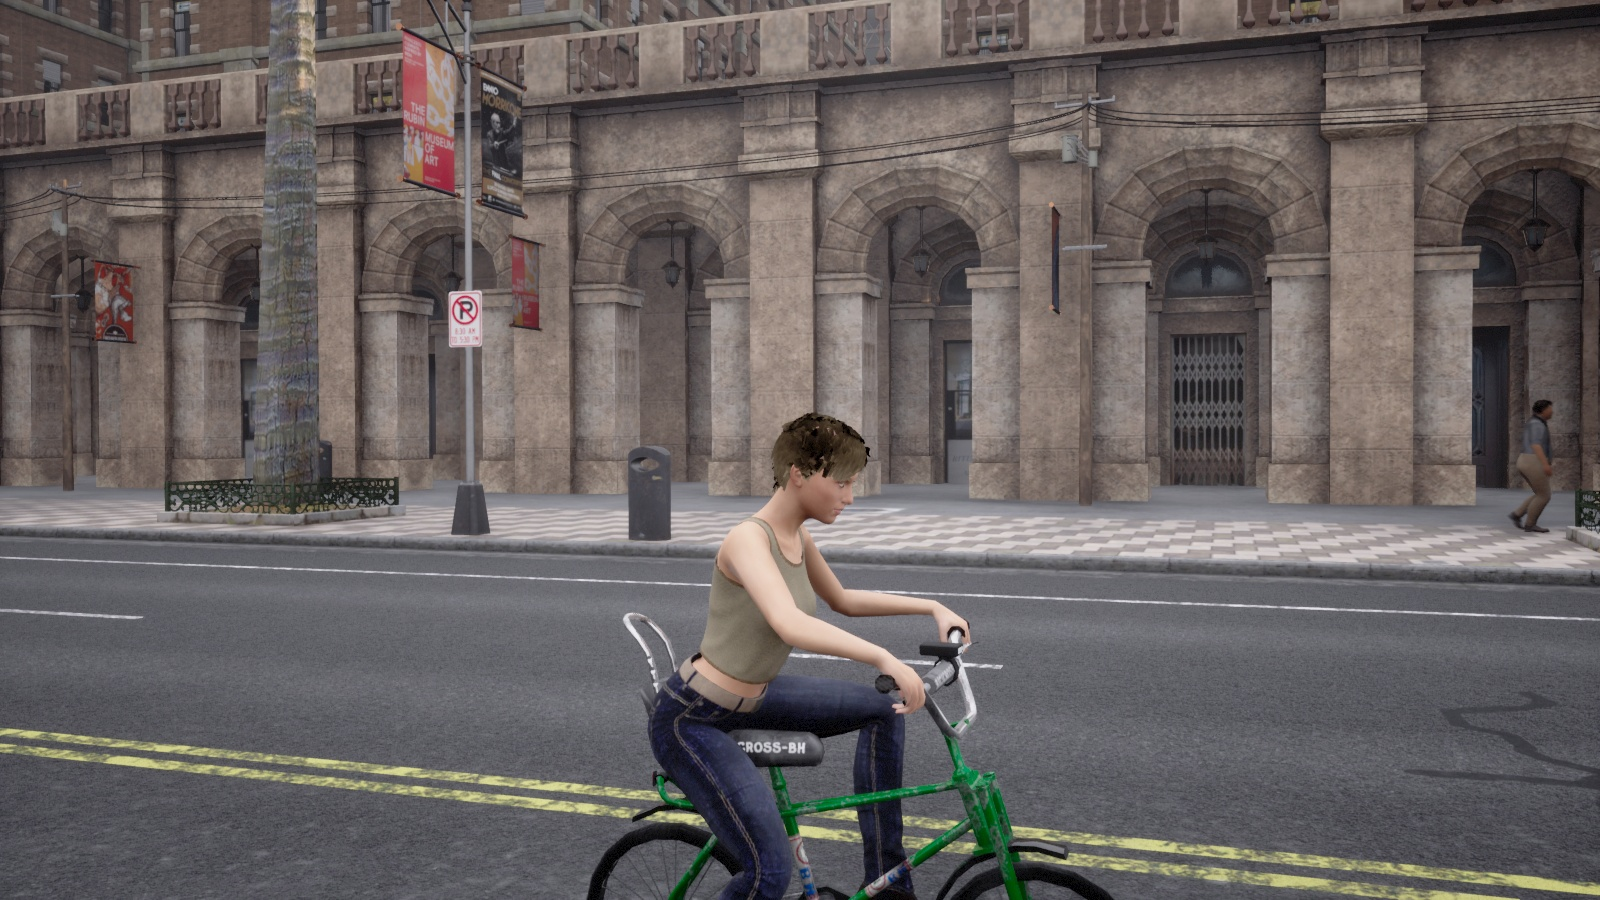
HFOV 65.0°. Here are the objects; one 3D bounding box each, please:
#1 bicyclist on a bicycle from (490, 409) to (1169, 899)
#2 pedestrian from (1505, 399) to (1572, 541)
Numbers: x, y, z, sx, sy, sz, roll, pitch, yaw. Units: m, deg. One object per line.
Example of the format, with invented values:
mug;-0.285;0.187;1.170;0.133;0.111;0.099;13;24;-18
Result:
bicyclist on a bicycle;0.116;0.713;3.158;1.509;1.612;0.866;1;1;19
pedestrian;9.790;0.253;16.675;0.694;1.848;0.540;1;1;24
